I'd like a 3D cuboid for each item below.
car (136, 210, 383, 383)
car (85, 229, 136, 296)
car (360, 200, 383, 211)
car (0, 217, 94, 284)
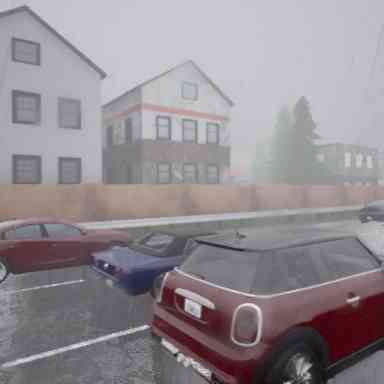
[{"bbox_3d":[1.736,1.311,4.991,4.553,1.767,2.097,-1,0,-36],"label":"car"},{"bbox_3d":[0.103,1.556,8.124,4.718,1.301,1.895,-1,0,-36],"label":"car"},{"bbox_3d":[12.611,1.287,21.366,4.892,1.490,1.837,-1,1,-36],"label":"car"},{"bbox_3d":[-4.065,1.458,9.448,5.008,1.535,1.882,-1,0,-36],"label":"car"}]
